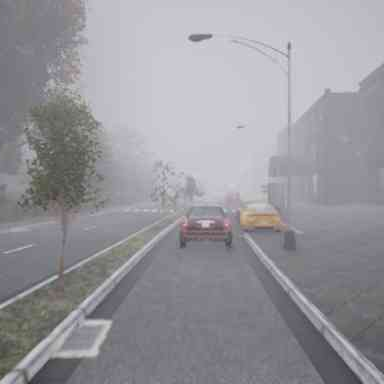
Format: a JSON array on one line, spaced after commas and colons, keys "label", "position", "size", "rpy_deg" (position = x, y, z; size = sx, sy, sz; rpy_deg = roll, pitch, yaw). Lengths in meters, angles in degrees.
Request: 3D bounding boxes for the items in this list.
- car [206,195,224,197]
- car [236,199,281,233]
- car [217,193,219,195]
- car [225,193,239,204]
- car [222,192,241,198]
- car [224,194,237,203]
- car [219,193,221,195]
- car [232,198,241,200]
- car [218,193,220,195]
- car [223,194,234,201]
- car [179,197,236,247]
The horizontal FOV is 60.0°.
[{"label": "car", "position": [1.941, 1.353, 32.826], "size": [1.882, 1.535, 5.008], "rpy_deg": [0, 0, 5]}, {"label": "car", "position": [3.829, 1.401, 19.251], "size": [2.097, 1.535, 5.008], "rpy_deg": [0, 0, 4]}, {"label": "car", "position": [8.740, 1.118, 91.322], "size": [2.163, 1.488, 4.792], "rpy_deg": [0, 0, 2]}, {"label": "car", "position": [6.897, 1.129, 57.840], "size": [2.185, 1.767, 4.553], "rpy_deg": [0, 0, 5]}, {"label": "car", "position": [6.460, 1.027, 52.371], "size": [2.435, 2.045, 5.566], "rpy_deg": [0, 0, 5]}, {"label": "car", "position": [7.342, 1.231, 63.394], "size": [2.231, 1.521, 4.892], "rpy_deg": [0, 0, 5]}, {"label": "car", "position": [8.393, 1.179, 80.195], "size": [2.163, 1.488, 4.792], "rpy_deg": [0, 0, 3]}, {"label": "car", "position": [4.244, 1.413, 24.735], "size": [2.163, 1.488, 4.792], "rpy_deg": [0, 0, 4]}, {"label": "car", "position": [8.591, 1.160, 85.720], "size": [2.002, 1.452, 4.674], "rpy_deg": [0, 0, 2]}, {"label": "car", "position": [8.115, 1.208, 74.517], "size": [2.163, 1.488, 4.792], "rpy_deg": [0, 0, 4]}, {"label": "car", "position": [0.643, 1.285, 14.860], "size": [2.097, 1.767, 4.553], "rpy_deg": [0, 0, 3]}]
